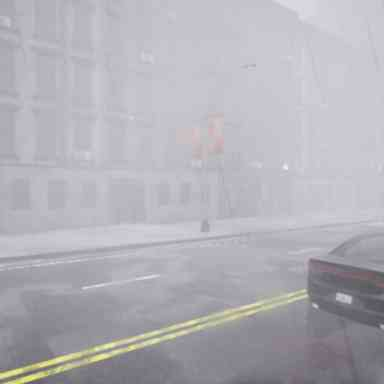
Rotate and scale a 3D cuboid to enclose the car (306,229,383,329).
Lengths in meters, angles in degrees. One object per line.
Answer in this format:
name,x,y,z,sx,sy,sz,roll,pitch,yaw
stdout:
car,4.343,1.466,6.537,5.008,1.535,1.882,0,0,-36
